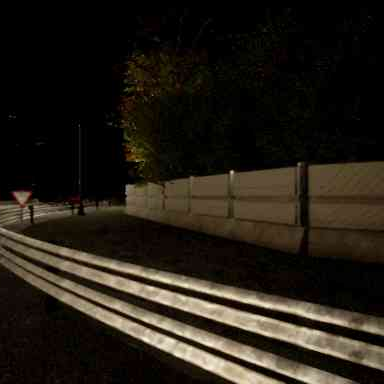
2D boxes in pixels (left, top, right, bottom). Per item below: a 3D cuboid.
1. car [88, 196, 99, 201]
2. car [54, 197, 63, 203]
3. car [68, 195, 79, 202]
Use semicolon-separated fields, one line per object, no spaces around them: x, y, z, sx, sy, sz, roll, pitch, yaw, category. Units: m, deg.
-24.641;1.786;83.340;2.097;1.767;4.553;0;0;-8;car
-32.849;1.998;81.802;2.033;1.411;5.357;0;0;-24;car
-29.594;1.676;83.084;2.150;2.045;5.566;0;0;-24;car
